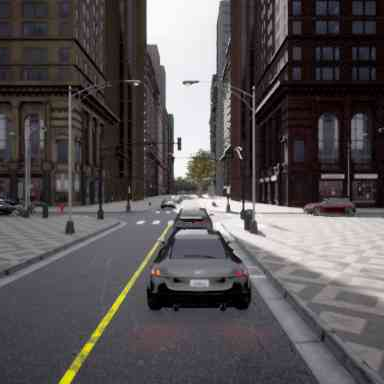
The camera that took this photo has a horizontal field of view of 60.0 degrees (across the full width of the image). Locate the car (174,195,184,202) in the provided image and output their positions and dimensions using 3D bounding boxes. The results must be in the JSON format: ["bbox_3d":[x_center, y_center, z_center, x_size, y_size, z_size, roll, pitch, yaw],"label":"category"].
[{"bbox_3d":[-2.996,1.509,75.476,2.033,1.411,5.357,0,0,0],"label":"car"}]

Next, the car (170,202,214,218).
[{"bbox_3d":[0.062,1.493,16.719,1.837,1.490,4.892,0,0,0],"label":"car"}]

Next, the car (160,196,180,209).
[{"bbox_3d":[-3.095,1.516,44.056,2.033,1.411,5.357,0,0,0],"label":"car"}]

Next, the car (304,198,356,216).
[{"bbox_3d":[13.256,1.373,32.166,4.553,1.767,2.097,0,0,0],"label":"car"}]

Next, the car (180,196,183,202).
[{"bbox_3d":[-3.068,1.459,59.968,2.128,1.511,4.902,0,0,0],"label":"car"}]

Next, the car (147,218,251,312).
[{"bbox_3d":[0.108,1.558,7.812,1.994,1.385,4.181,0,0,-1],"label":"car"}]

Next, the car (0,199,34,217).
[{"bbox_3d":[-16.347,1.429,28.981,4.892,1.490,1.837,0,0,0],"label":"car"}]
